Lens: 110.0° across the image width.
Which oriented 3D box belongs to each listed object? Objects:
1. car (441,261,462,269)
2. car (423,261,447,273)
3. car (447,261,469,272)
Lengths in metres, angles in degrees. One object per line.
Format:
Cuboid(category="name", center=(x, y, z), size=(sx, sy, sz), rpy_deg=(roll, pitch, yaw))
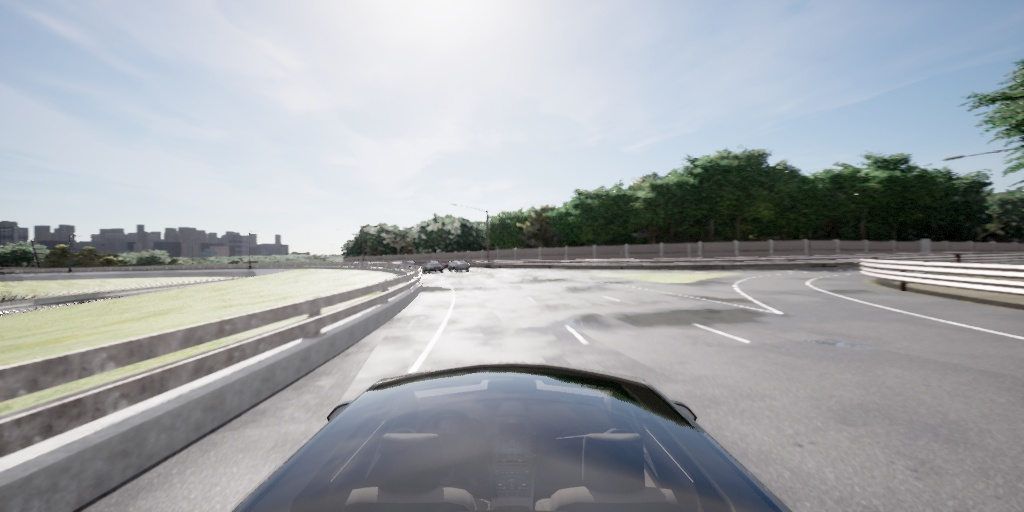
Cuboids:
Cuboid(category="car", center=(-10.453, 1.587, 61.667), size=(1.895, 1.301, 4.718), rpy_deg=(-1, 0, -33))
Cuboid(category="car", center=(-10.509, 1.585, 47.555), size=(1.895, 1.301, 4.718), rpy_deg=(-1, 0, -27))
Cuboid(category="car", center=(-7.352, 1.411, 49.040), size=(2.128, 1.511, 4.902), rpy_deg=(-1, 0, -27))
